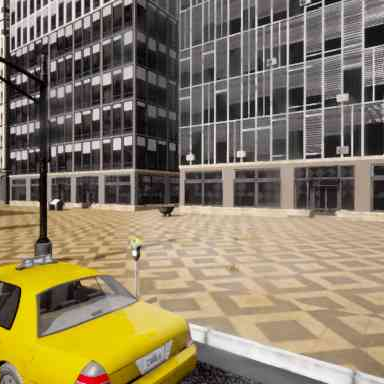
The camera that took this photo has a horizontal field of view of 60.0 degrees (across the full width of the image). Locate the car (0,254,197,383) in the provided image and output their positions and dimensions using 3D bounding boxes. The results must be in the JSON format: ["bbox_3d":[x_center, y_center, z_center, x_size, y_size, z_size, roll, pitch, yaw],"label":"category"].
[{"bbox_3d":[-2.225,1.526,4.477,4.829,1.417,1.752,0,0,36],"label":"car"}]
